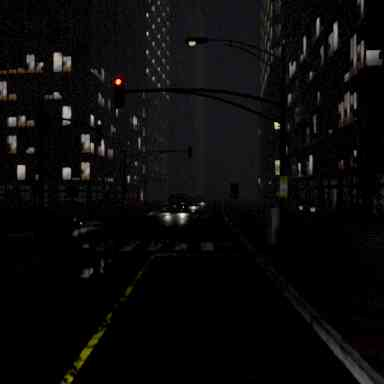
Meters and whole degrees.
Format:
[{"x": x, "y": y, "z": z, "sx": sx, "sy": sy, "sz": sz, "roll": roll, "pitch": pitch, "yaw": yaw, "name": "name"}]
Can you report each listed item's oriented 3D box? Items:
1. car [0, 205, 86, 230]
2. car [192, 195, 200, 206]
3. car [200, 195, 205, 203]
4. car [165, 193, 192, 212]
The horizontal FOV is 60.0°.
[{"x": -9.807, "y": 1.674, "z": 21.621, "sx": 5.357, "sy": 1.411, "sz": 2.033, "roll": -1, "pitch": 0, "yaw": 4, "name": "car"}, {"x": -0.340, "y": 1.397, "z": 52.008, "sx": 1.882, "sy": 1.535, "sz": 5.008, "roll": 0, "pitch": 1, "yaw": 6, "name": "car"}, {"x": 1.487, "y": 1.375, "z": 66.909, "sx": 1.837, "sy": 1.490, "sz": 4.892, "roll": 0, "pitch": 2, "yaw": 8, "name": "car"}, {"x": -1.615, "y": 1.171, "z": 38.089, "sx": 2.150, "sy": 2.045, "sz": 5.566, "roll": 0, "pitch": 0, "yaw": 5, "name": "car"}]
